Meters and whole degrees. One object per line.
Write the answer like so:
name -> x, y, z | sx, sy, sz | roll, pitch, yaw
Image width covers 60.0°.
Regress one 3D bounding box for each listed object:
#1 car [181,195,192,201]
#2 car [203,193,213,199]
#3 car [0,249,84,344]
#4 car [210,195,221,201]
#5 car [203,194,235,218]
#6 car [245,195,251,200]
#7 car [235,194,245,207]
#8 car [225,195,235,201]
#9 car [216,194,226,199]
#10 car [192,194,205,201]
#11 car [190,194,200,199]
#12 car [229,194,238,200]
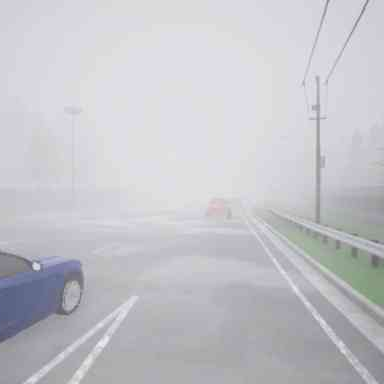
car -> -1.299, 1.405, 80.410 | 1.994, 1.385, 4.181 | 0, 0, 12
car -> 4.264, 1.157, 89.467 | 1.882, 1.535, 5.008 | 0, 0, 12
car -> -3.431, 1.468, 4.667 | 1.882, 1.535, 5.008 | 0, 0, 12
car -> 5.546, 1.410, 78.947 | 1.994, 1.385, 4.181 | 0, 0, 12
car -> 2.547, 1.300, 30.017 | 2.097, 1.767, 4.553 | 0, 0, 9
car -> 14.165, 1.379, 85.592 | 1.812, 1.442, 4.674 | 0, 0, 12
car -> 6.602, 1.391, 50.501 | 1.882, 1.535, 5.008 | 0, 0, 12
car -> 8.966, 1.383, 78.199 | 1.812, 1.442, 4.674 | 0, 0, 12
car -> 7.684, 1.220, 88.719 | 2.033, 1.411, 5.357 | 0, 0, 12
car -> 2.038, 1.355, 79.288 | 1.837, 1.490, 4.892 | 0, 0, 12
car -> 0.845, 1.229, 90.215 | 1.994, 1.385, 4.181 | 0, 0, 12
car -> 11.109, 1.278, 88.001 | 1.895, 1.301, 4.718 | 0, 0, 12
